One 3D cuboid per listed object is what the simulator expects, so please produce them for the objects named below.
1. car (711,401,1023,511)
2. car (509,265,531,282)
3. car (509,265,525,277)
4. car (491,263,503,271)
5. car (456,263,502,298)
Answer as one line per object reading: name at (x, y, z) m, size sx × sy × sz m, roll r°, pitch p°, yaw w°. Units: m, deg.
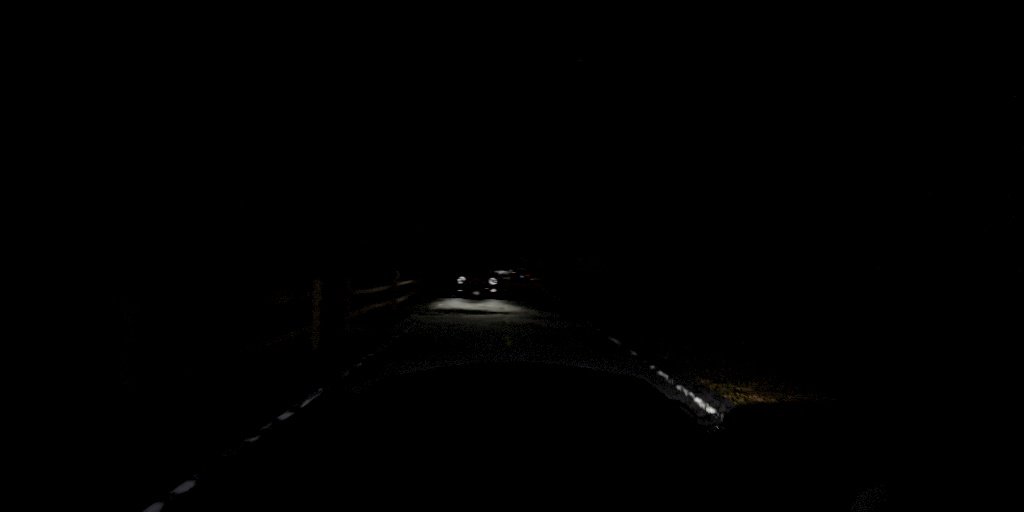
car at (2.462, 1.338, 0.822) m, size 1.837 × 1.490 × 4.892 m, roll 2°, pitch -1°, yaw -1°
car at (0.846, 1.660, 34.363) m, size 1.812 × 1.442 × 4.674 m, roll 2°, pitch 0°, yaw -1°
car at (0.542, 1.833, 45.216) m, size 1.895 × 1.301 × 4.718 m, roll 2°, pitch -1°, yaw -1°
car at (-2.660, 1.888, 63.761) m, size 1.895 × 1.301 × 4.718 m, roll 2°, pitch -1°, yaw -1°
car at (-1.761, 1.232, 19.584) m, size 2.097 × 1.767 × 4.553 m, roll 2°, pitch -1°, yaw -1°
